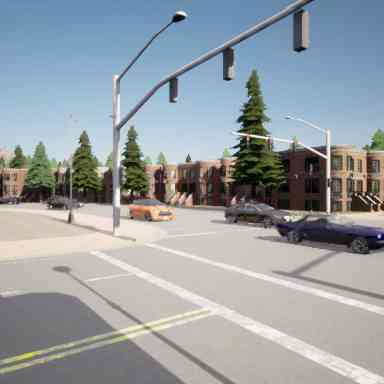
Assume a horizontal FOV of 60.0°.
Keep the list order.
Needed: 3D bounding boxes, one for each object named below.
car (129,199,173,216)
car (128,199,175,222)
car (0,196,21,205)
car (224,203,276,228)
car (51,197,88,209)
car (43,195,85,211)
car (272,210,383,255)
[{"bbox_3d":[-4.185,1.491,33.390,2.128,1.511,4.902,0,0,-38],"label":"car"},{"bbox_3d":[-3.261,1.352,26.345,2.097,1.767,4.553,0,0,-36],"label":"car"},{"bbox_3d":[-32.908,1.492,58.970,4.902,1.511,2.128,0,0,9],"label":"car"},{"bbox_3d":[4.318,1.491,22.397,2.128,1.511,4.902,0,0,-41],"label":"car"},{"bbox_3d":[-16.845,1.490,45.569,4.902,1.511,2.128,0,0,31],"label":"car"},{"bbox_3d":[-15.608,1.504,40.480,4.892,1.490,1.837,0,0,37],"label":"car"},{"bbox_3d":[5.828,1.601,13.590,1.895,1.301,4.718,0,0,-34],"label":"car"}]
